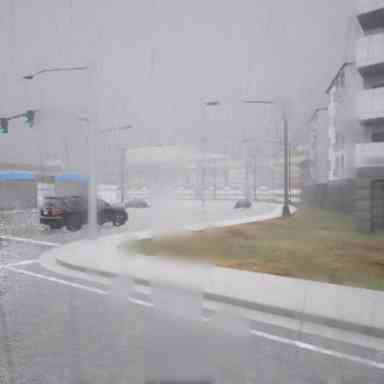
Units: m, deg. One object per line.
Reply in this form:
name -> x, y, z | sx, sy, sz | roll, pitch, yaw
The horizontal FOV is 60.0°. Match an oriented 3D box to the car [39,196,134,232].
car -> -6.577, 1.247, 20.755 | 2.150, 2.045, 5.566 | 0, 0, 37

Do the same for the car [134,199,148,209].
car -> -7.737, 1.613, 46.074 | 1.994, 1.385, 4.181 | 0, 0, 18

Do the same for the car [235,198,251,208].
car -> 7.318, 1.594, 47.523 | 1.994, 1.385, 4.181 | 0, 0, 12
